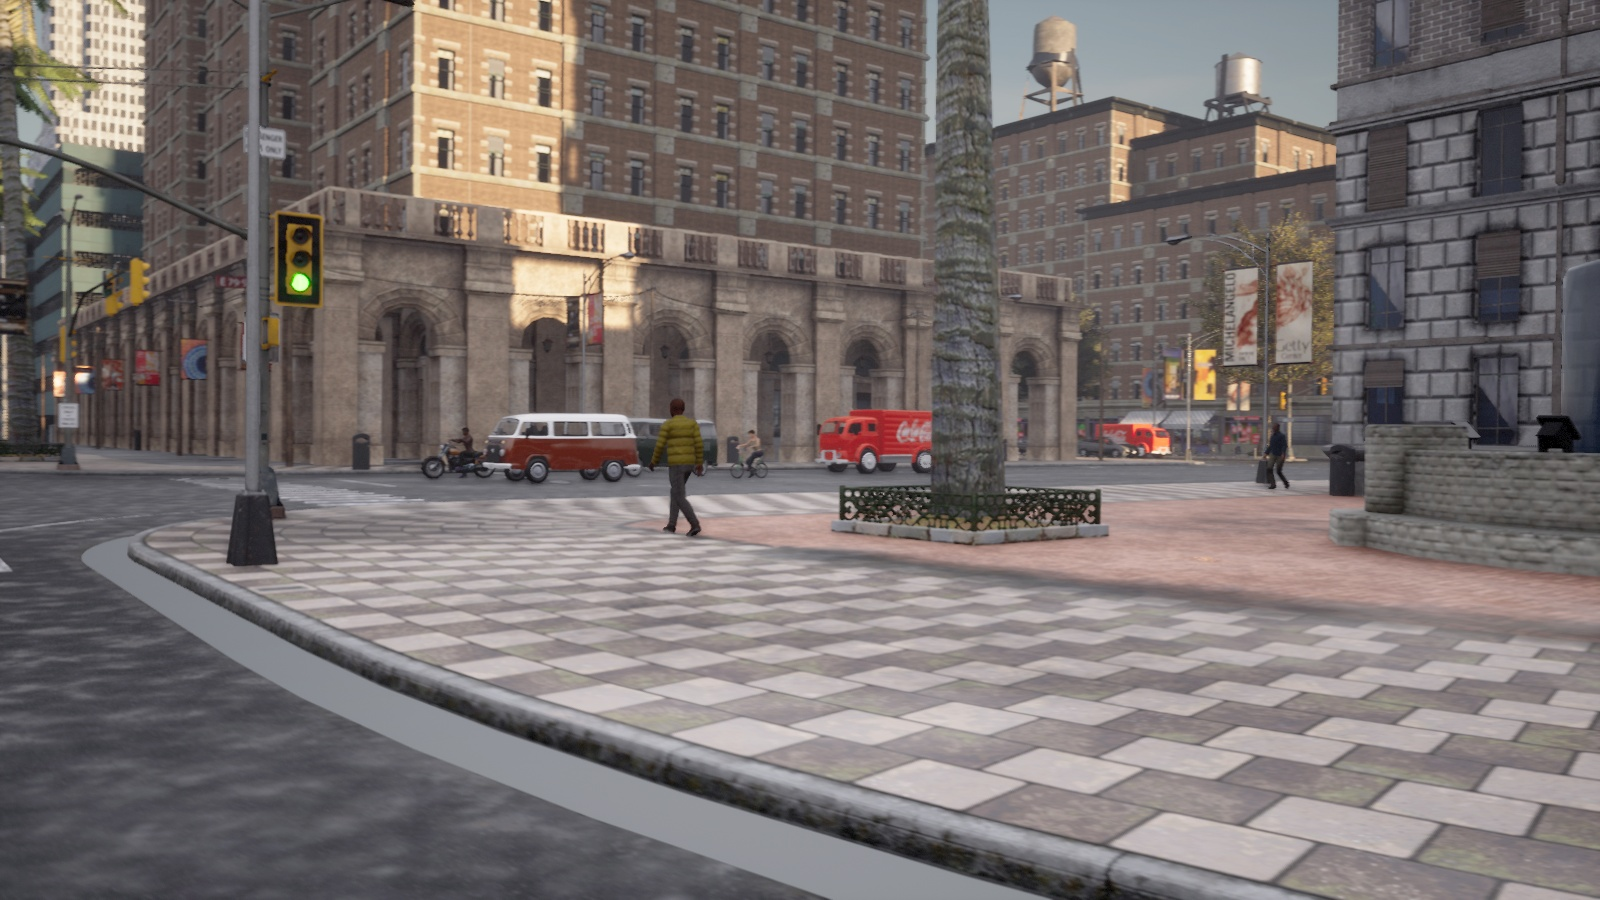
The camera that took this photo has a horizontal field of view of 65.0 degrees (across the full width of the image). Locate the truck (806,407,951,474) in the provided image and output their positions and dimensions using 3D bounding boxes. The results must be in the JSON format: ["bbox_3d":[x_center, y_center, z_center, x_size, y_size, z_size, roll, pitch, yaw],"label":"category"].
[{"bbox_3d":[3.103,-0.396,49.223,5.204,2.467,2.627,-1,1,-37],"label":"truck"}]

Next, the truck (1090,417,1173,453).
[{"bbox_3d":[23.590,-1.072,89.638,2.627,2.467,5.204,-1,1,-37],"label":"truck"}]

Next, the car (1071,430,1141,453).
[{"bbox_3d":[21.179,-0.586,87.071,2.007,1.525,4.514,-1,1,-36],"label":"car"}]

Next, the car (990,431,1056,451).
[{"bbox_3d":[17.352,-0.680,97.885,2.128,1.511,4.902,-1,1,-37],"label":"car"}]

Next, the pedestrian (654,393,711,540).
[{"bbox_3d":[-1.509,0.200,16.059,0.370,1.835,0.726,-1,1,-38],"label":"pedestrian"}]

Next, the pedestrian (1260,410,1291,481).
[{"bbox_3d":[12.360,-0.122,32.647,0.726,1.842,0.402,-1,1,-31],"label":"pedestrian"}]

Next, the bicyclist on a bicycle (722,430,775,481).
[{"bbox_3d":[-1.691,0.166,41.261,1.509,1.612,0.866,-1,1,-37],"label":"bicyclist on a bicycle"}]

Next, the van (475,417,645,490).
[{"bbox_3d":[-7.078,0.048,37.217,4.480,2.038,2.069,-1,1,-37],"label":"van"}]

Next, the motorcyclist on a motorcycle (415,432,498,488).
[{"bbox_3d":[-10.602,0.284,38.836,2.350,1.649,0.766,-1,1,-37],"label":"motorcyclist on a motorcycle"}]

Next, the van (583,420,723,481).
[{"bbox_3d":[-5.005,-0.013,43.102,4.442,1.987,1.775,-1,1,-36],"label":"van"}]
